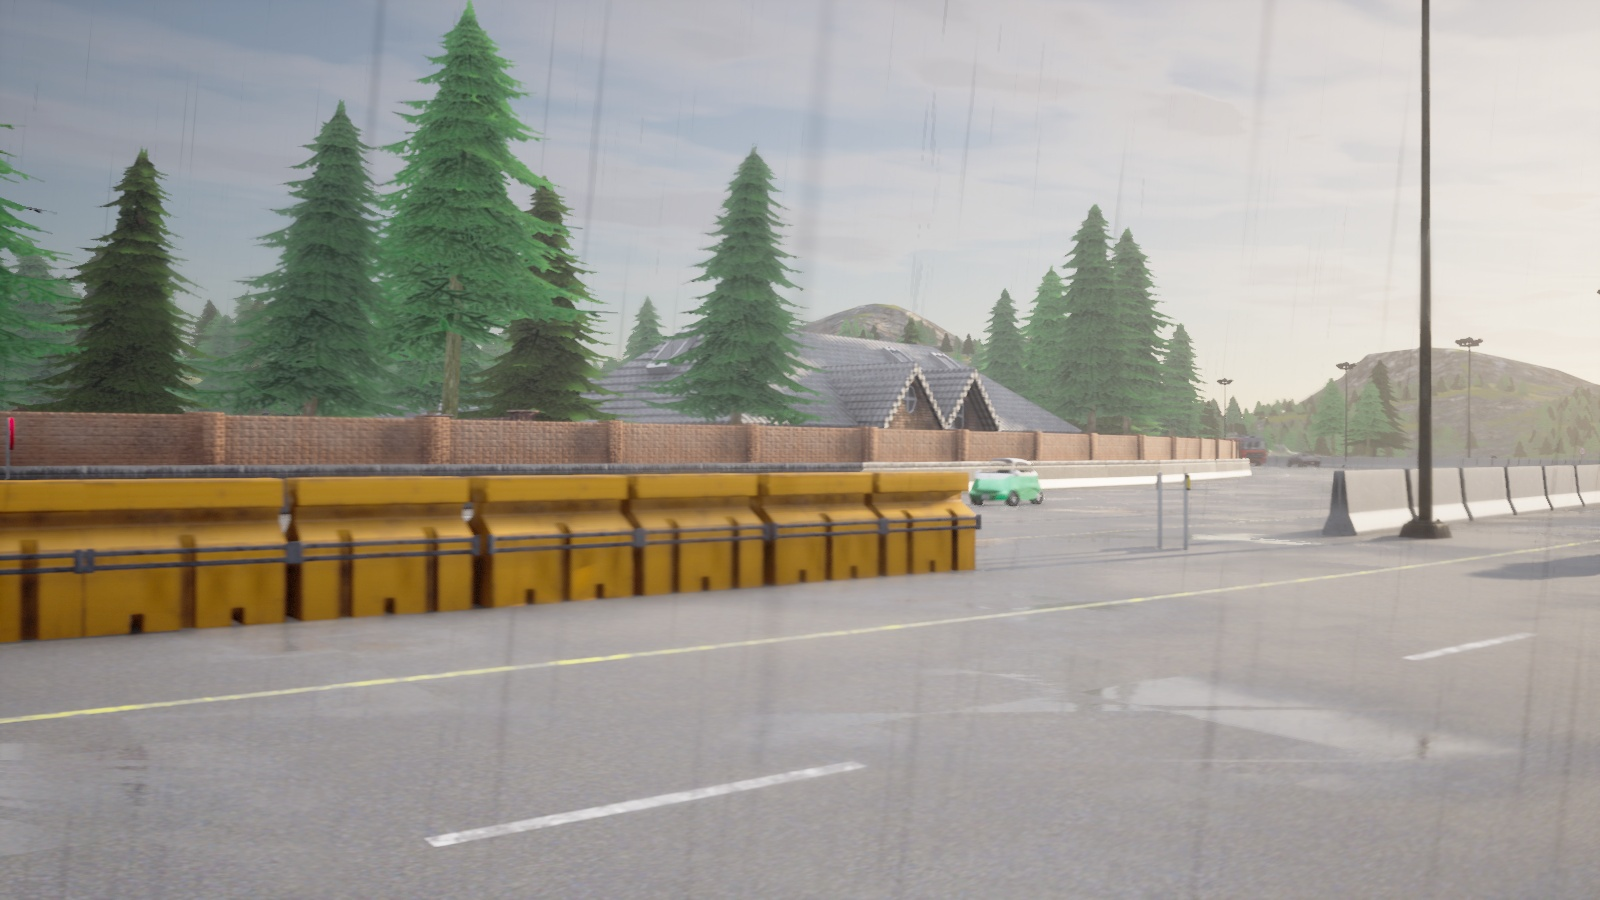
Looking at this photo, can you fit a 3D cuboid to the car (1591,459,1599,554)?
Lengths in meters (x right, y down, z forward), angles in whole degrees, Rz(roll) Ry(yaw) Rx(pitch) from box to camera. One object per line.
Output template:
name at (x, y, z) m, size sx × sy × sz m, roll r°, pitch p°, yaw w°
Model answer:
car at (12.865, 0.820, 18.541) m, size 2.207 × 1.376 × 1.481 m, roll 0°, pitch 0°, yaw -42°

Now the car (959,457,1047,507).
car at (5.835, 0.883, 35.986) m, size 2.207 × 1.376 × 1.481 m, roll 0°, pitch 0°, yaw -45°
